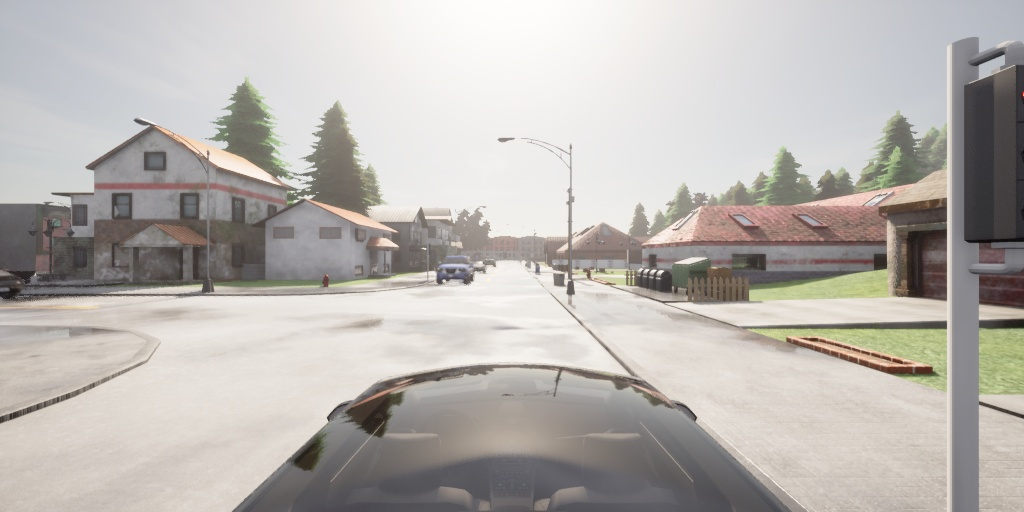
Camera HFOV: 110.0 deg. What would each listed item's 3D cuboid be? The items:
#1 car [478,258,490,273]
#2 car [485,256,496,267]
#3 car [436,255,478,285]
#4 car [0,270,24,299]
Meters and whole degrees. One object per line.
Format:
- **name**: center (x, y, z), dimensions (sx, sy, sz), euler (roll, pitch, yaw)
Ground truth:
- **car**: center (-4.084, 1.312, 42.283), dimensions (1.994, 1.385, 4.181), euler (0, 0, 0)
- **car**: center (-3.987, 0.974, 64.183), dimensions (2.150, 2.045, 5.566), euler (0, 0, 0)
- **car**: center (-4.091, 0.971, 26.600), dimensions (2.150, 2.045, 5.566), euler (0, 0, 0)
- **car**: center (-24.995, 1.254, 15.976), dimensions (4.892, 1.490, 1.837), euler (0, 0, 1)
